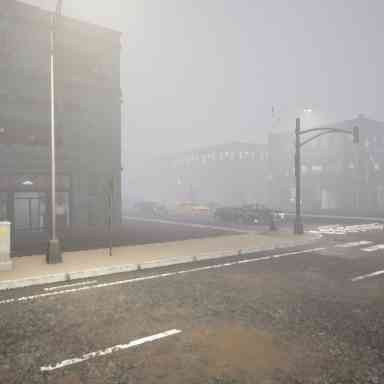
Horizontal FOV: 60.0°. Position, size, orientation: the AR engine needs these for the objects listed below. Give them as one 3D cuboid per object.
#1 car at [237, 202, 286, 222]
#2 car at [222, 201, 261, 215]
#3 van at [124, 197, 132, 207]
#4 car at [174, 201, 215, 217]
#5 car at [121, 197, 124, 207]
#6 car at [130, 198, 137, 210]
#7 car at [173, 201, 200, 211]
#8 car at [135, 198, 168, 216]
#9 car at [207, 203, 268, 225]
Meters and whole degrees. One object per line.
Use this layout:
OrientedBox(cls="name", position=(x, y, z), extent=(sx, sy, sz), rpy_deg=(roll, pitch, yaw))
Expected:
OrientedBox(cls="car", position=(5.698, 1.715, 28.215), extent=(2.128, 1.511, 4.902), rpy_deg=(-1, 0, -35))
OrientedBox(cls="car", position=(5.618, 1.811, 38.308), extent=(2.008, 1.369, 4.403), rpy_deg=(-2, 0, -35))
OrientedBox(cls="van", position=(-10.419, 1.908, 60.867), extent=(1.690, 1.788, 3.998), rpy_deg=(-1, 0, -35))
OrientedBox(cls="car", position=(-0.100, 1.815, 36.380), extent=(1.882, 1.535, 5.008), rpy_deg=(-1, 0, -36))
OrientedBox(cls="car", position=(-13.626, 1.941, 65.378), extent=(2.192, 1.841, 5.009), rpy_deg=(-1, 0, -35))
OrientedBox(cls="car", position=(-6.093, 1.932, 44.829), extent=(1.882, 1.535, 5.008), rpy_deg=(-1, 0, -35))
OrientedBox(cls="car", position=(-0.794, 1.967, 47.332), extent=(1.802, 1.307, 4.206), rpy_deg=(-1, 0, -35))
OrientedBox(cls="car", position=(-4.421, 1.847, 37.963), extent=(1.967, 1.590, 4.097), rpy_deg=(-1, 0, -35))
OrientedBox(cls="car", position=(3.522, 1.815, 26.582), extent=(1.947, 1.339, 4.313), rpy_deg=(-1, 0, -35))
